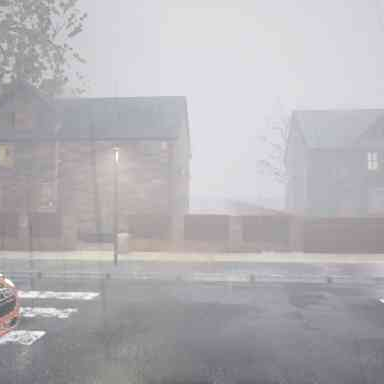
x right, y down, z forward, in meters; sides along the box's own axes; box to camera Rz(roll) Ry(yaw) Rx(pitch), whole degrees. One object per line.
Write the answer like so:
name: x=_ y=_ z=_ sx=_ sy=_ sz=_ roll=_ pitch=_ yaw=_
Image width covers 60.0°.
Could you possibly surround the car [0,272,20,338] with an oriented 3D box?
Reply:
car: x=-5.029 y=1.418 z=4.870 sx=4.553 sy=1.767 sz=2.097 roll=0 pitch=-2 yaw=5
